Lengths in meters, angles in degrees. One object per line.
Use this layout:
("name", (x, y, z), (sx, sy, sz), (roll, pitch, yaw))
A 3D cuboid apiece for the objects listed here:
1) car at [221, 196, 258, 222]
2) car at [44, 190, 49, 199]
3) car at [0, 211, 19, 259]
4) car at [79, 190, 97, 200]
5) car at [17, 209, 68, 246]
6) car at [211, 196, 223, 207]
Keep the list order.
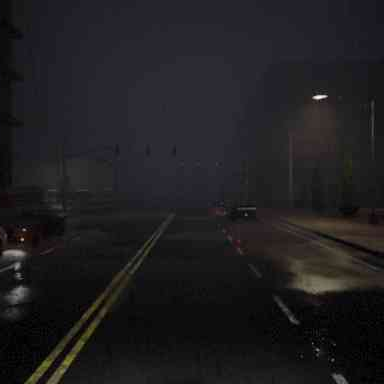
("car", (3.585, 1.307, 24.364), (2.128, 1.511, 4.902), (0, 0, 0))
("car", (-32.533, 0.872, 70.316), (1.970, 1.475, 3.806), (0, 0, 0))
("car", (-7.000, 1.457, 9.203), (1.812, 1.442, 4.674), (0, 0, 0))
("car", (-26.711, 0.760, 85.397), (1.970, 1.475, 3.806), (0, 0, 0))
("car", (-7.061, 1.455, 14.494), (1.994, 1.385, 4.181), (0, 0, 1))
("car", (3.593, 1.177, 42.552), (1.812, 1.442, 4.674), (0, 1, 0))
